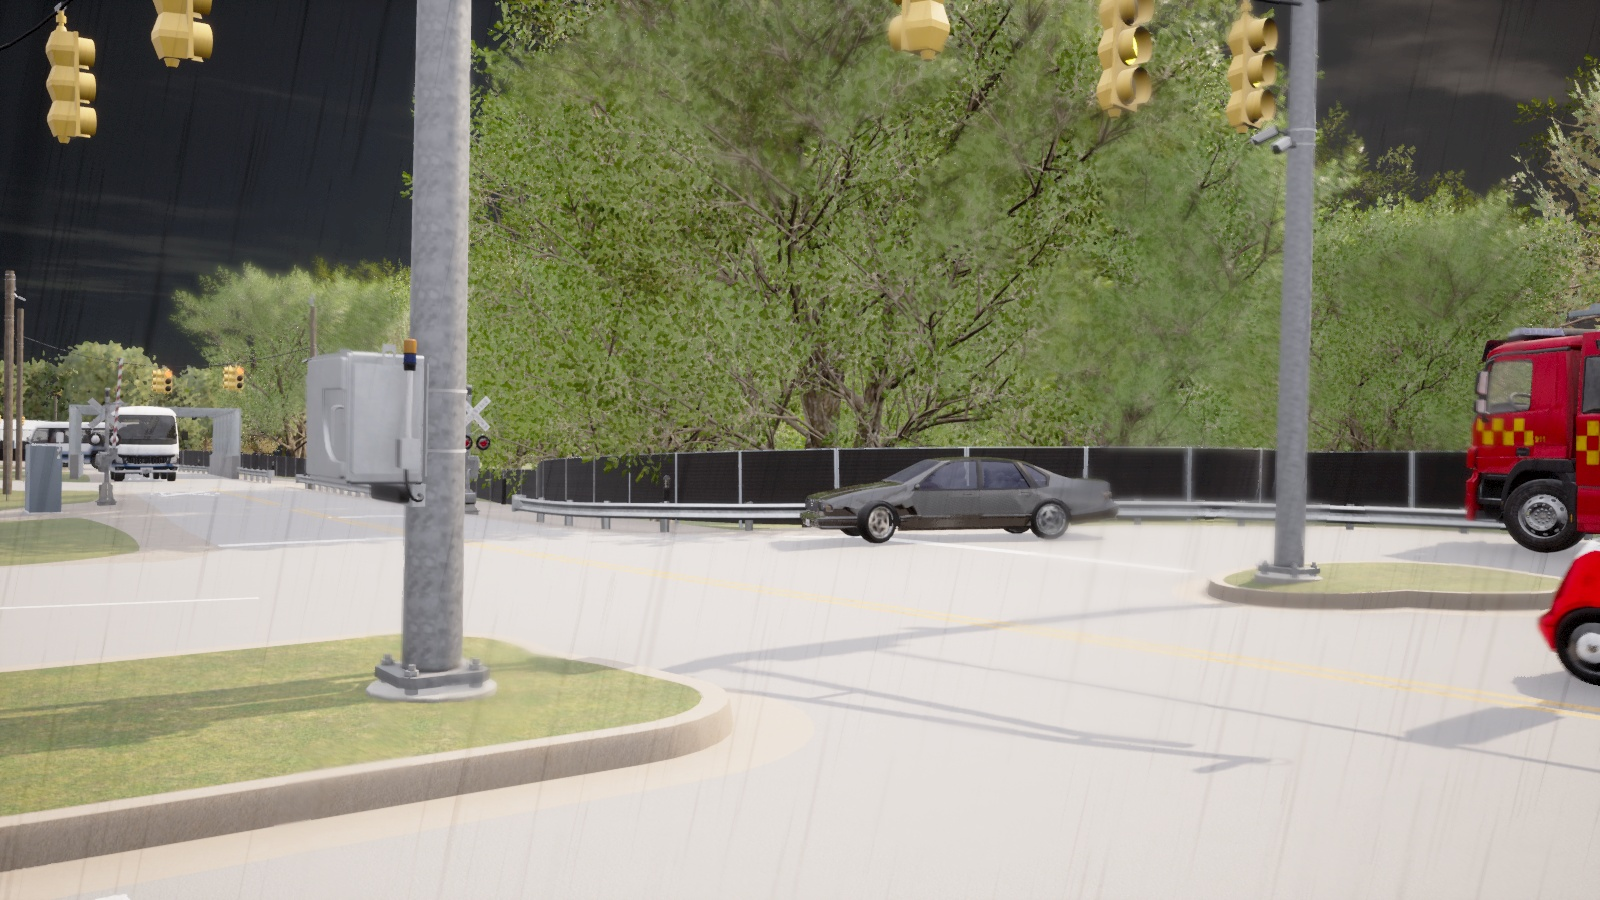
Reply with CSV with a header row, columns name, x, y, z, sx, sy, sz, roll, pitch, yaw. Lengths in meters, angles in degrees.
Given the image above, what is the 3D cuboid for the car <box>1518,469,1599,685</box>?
name,x,y,z,sx,sy,sz,roll,pitch,yaw
car,6.088,0.822,8.001,1.481,1.376,2.207,1,-1,-36

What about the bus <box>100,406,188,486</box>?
name,x,y,z,sx,sy,sz,roll,pitch,yaw
bus,-38.124,-0.189,72.777,3.944,4.253,10.273,0,0,-31

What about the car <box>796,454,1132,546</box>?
name,x,y,z,sx,sy,sz,roll,pitch,yaw
car,2.764,0.806,21.676,5.357,1.411,2.033,-1,0,-11

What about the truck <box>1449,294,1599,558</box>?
name,x,y,z,sx,sy,sz,roll,pitch,yaw
truck,13.218,-0.340,17.421,2.891,3.827,8.468,0,1,-10
